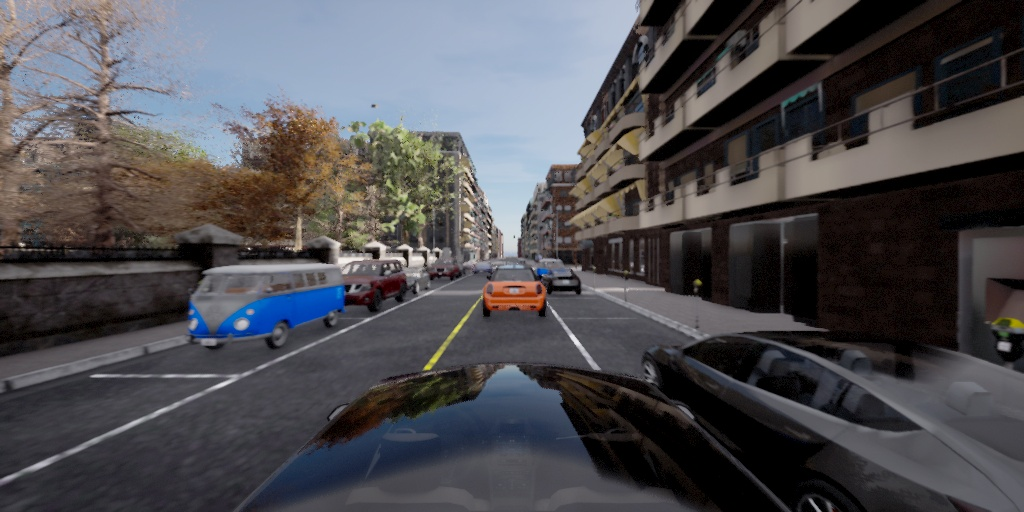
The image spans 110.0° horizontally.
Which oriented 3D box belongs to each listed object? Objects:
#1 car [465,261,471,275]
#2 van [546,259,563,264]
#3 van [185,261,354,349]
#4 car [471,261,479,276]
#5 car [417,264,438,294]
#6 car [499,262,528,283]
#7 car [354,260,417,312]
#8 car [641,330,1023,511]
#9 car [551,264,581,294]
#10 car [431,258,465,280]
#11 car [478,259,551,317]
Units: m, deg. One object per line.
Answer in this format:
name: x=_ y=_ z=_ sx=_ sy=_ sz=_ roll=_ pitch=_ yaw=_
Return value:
car: x=-5.694 y=1.340 z=36.507 sx=1.948 sy=1.339 sz=4.313 roll=0 pitch=0 yaw=0
van: x=2.688 y=1.106 z=25.438 sx=1.690 sy=1.789 sz=3.998 roll=0 pitch=0 yaw=0
van: x=-5.691 y=1.095 z=8.830 sx=1.690 sy=1.789 sz=3.998 roll=0 pitch=0 yaw=0
car: x=-3.098 y=1.302 z=38.592 sx=1.812 sy=1.442 sz=4.674 roll=0 pitch=0 yaw=0
car: x=-5.692 y=1.312 z=19.901 sx=2.007 sy=1.370 sz=4.403 roll=0 pitch=0 yaw=0
car: x=0.083 y=1.259 z=28.796 sx=2.128 sy=1.511 sz=4.902 roll=0 pitch=0 yaw=0
car: x=-5.692 y=1.072 z=14.366 sx=2.192 sy=1.841 sz=5.009 roll=0 pitch=0 yaw=0
car: x=2.690 y=1.317 z=3.297 sx=1.948 sy=1.339 sz=4.313 roll=0 pitch=0 yaw=0
car: x=2.688 y=1.327 z=19.903 sx=1.948 sy=1.339 sz=4.313 roll=0 pitch=0 yaw=0
car: x=-5.694 y=1.085 z=30.971 sx=2.192 sy=1.841 sz=5.009 roll=0 pitch=0 yaw=0
car: x=0.083 y=1.111 z=13.440 sx=2.097 sy=1.767 sz=4.553 roll=0 pitch=0 yaw=0
